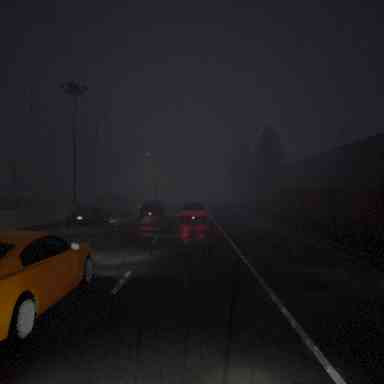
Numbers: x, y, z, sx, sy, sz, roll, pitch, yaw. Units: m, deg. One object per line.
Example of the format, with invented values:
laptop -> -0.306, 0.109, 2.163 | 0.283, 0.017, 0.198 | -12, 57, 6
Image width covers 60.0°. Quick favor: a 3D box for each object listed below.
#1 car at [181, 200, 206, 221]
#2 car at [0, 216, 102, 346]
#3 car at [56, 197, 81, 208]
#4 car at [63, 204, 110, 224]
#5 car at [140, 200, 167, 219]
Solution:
car -> 0.096, 1.596, 26.624 | 1.895, 1.301, 4.718 | 0, 0, 0
car -> -3.402, 1.477, 6.372 | 1.882, 1.535, 5.008 | 0, 0, 0
car -> -17.571, 1.518, 47.693 | 1.812, 1.442, 4.674 | 0, 0, 0
car -> -6.902, 1.560, 22.446 | 1.994, 1.385, 4.181 | 0, 0, 0
car -> -3.404, 1.500, 29.385 | 1.837, 1.490, 4.892 | 0, 0, 0
